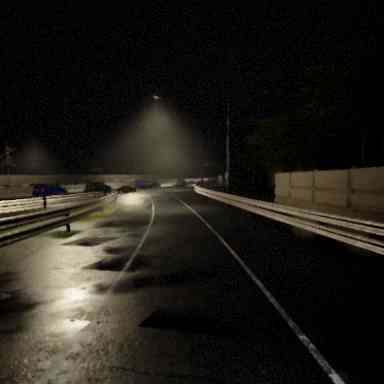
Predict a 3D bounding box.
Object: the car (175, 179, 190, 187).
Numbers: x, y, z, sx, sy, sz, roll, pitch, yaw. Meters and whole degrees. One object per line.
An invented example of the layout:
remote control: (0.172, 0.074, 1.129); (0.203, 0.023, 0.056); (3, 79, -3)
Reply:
car: (-2.782, -1.939, 84.149); (2.033, 1.411, 5.357); (0, 3, 16)

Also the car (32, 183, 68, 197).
car: (-20.208, -0.235, 47.563); (2.150, 2.045, 5.566); (0, 3, 16)

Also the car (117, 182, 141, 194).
car: (-10.802, -0.394, 55.273); (1.812, 1.442, 4.674); (0, 3, 16)

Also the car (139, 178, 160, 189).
car: (-9.084, -1.710, 74.529); (2.150, 2.045, 5.566); (0, 3, 16)

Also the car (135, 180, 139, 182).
car: (-11.654, -1.891, 78.355); (2.150, 2.045, 5.566); (0, 3, 16)

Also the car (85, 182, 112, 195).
car: (-14.964, -0.572, 53.361); (2.150, 2.045, 5.566); (0, 3, 16)
